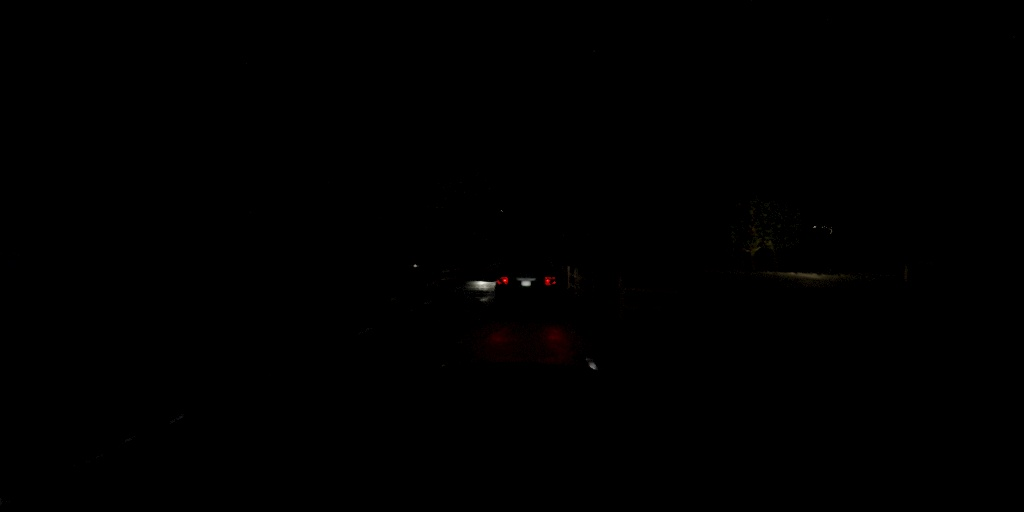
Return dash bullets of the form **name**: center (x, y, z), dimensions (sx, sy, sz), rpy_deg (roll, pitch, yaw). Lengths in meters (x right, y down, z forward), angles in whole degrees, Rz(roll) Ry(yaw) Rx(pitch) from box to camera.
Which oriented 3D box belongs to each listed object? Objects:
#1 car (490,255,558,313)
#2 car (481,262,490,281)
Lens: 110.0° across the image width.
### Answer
- **car**: center (0.596, 0.976, 14.239), dimensions (2.150, 2.045, 5.566), rpy_deg (0, 0, 3)
- **car**: center (-1.521, 1.256, 31.113), dimensions (1.882, 1.535, 5.008), rpy_deg (0, 0, 3)
